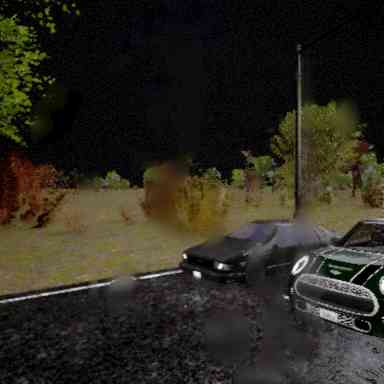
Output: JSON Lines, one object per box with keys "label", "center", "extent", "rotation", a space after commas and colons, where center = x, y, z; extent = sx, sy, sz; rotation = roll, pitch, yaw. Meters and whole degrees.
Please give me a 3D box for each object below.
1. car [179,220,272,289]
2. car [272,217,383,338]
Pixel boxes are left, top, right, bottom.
{"label": "car", "center": [2.284, 1.508, 9.286], "extent": [5.357, 1.411, 2.033], "rotation": [0, 0, -35]}
{"label": "car", "center": [3.961, 1.315, 6.484], "extent": [4.553, 1.767, 2.097], "rotation": [0, 0, -35]}
